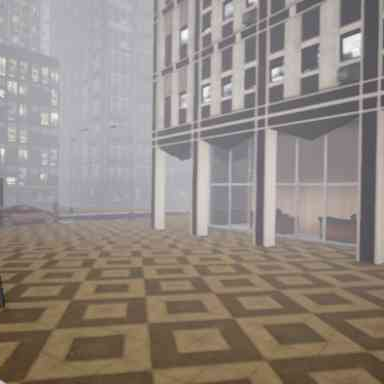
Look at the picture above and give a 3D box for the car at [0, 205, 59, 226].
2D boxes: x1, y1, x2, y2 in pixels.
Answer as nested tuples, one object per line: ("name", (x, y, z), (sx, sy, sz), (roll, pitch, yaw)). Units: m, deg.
("car", (-11.771, 1.612, 23.745), (4.181, 1.385, 1.994), (0, 1, -41))
